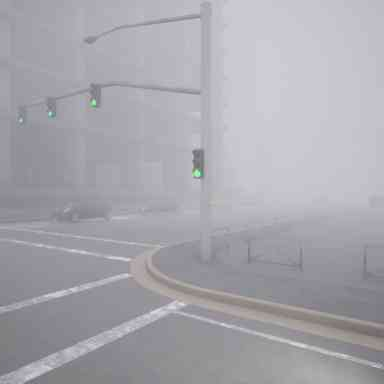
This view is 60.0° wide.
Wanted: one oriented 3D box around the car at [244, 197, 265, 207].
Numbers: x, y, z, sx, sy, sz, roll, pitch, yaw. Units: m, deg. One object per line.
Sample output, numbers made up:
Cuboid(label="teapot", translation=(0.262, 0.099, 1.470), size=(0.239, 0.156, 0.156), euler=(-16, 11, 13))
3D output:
Cuboid(label="car", translation=(9.625, 1.471, 50.676), size=(1.812, 1.442, 4.674), euler=(0, 0, 36))

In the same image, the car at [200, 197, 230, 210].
Cuboid(label="car", translation=(2.932, 1.422, 41.316), size=(1.882, 1.535, 5.008), euler=(0, 0, 36))

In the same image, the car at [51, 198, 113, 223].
Cuboid(label="car", translation=(-8.343, 1.296, 25.419), size=(2.097, 1.767, 4.553), euler=(0, 0, 36))

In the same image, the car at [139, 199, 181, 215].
Cuboid(label="car", translation=(-3.078, 1.436, 32.843), size=(2.128, 1.511, 4.902), euler=(0, 0, 35))

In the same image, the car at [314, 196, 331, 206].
Cuboid(label="car", translation=(21.837, 1.423, 55.563), size=(1.882, 1.535, 5.008), euler=(0, -1, 35))
